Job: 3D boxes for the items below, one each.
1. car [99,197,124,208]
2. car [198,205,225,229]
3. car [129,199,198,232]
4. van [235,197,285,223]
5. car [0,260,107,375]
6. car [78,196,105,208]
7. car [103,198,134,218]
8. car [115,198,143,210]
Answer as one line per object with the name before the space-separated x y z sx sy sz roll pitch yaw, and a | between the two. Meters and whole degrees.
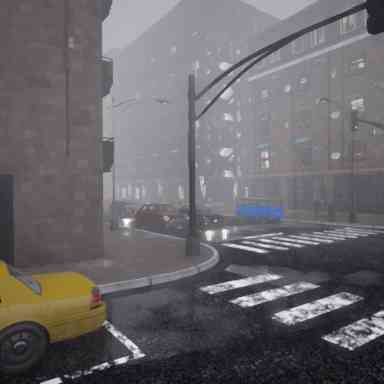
car | -11.610 1.463 47.865 1.887 1.381 4.507 -1 0 -36
car | 0.249 1.545 21.597 1.994 1.385 4.181 -1 0 -36
car | -1.816 1.441 20.035 1.967 1.590 4.097 0 0 -36
van | 4.984 1.280 24.932 1.690 1.788 3.998 0 0 -36
car | -3.547 1.525 4.038 4.829 1.417 1.752 0 0 -35
car | -14.255 1.429 47.010 2.128 1.511 4.902 -1 0 -36
car | -6.155 1.493 30.449 1.812 1.442 4.674 -1 1 -36
car | -8.292 1.463 43.278 1.887 1.381 4.507 -1 0 -36
